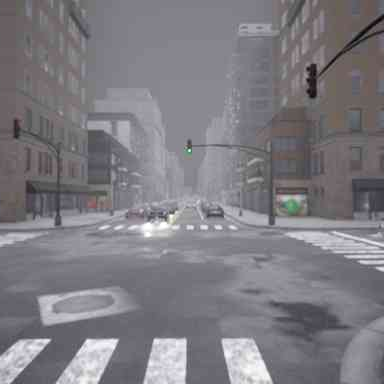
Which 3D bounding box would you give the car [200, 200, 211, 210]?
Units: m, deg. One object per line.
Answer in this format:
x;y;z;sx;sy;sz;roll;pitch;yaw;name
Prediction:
2.353;2.186;45.549;1.802;1.307;4.206;0;-1;0;car

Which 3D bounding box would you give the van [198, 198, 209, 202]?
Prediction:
2.367;2.100;56.572;1.690;1.788;3.998;0;-1;0;van

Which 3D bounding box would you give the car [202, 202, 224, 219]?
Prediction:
2.339;2.019;34.527;1.947;1.339;4.313;0;-1;0;car

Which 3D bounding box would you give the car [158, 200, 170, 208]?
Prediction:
-5.644;2.359;67.601;1.967;1.590;4.097;0;-1;0;car

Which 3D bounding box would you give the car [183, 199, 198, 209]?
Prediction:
-0.167;2.395;58.977;1.895;1.301;4.718;0;-1;0;car

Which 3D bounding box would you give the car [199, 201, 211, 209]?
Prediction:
2.374;2.389;62.079;2.008;1.369;4.403;0;-1;0;car

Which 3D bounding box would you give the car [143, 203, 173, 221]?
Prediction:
-3.152;2.019;31.903;1.895;1.301;4.718;0;-1;0;car

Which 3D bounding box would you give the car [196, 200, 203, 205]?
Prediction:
1.998;2.755;88.492;1.812;1.442;4.674;0;-1;0;car

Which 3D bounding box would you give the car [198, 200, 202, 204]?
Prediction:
2.360;2.247;51.059;1.947;1.339;4.313;0;-1;0;car

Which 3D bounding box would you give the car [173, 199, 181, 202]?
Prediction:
-3.116;2.256;51.838;1.994;1.385;4.181;0;-1;0;car

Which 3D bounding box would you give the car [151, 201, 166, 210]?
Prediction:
-5.658;2.310;56.579;2.008;1.369;4.403;0;-1;0;car

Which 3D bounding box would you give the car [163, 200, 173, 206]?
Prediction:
-5.630;2.633;78.620;2.008;1.369;4.403;0;-1;0;car

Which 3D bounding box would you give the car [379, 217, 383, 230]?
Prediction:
13.370;1.671;19.049;4.902;1.511;2.128;0;-1;0;car

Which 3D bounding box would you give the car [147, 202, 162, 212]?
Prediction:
-5.665;2.263;51.069;1.802;1.307;4.206;0;-1;0;car

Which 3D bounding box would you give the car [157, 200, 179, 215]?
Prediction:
-3.135;2.118;41.880;1.994;1.385;4.181;0;-1;1;car

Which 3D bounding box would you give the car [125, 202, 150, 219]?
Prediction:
-5.686;1.894;34.540;1.967;1.590;4.097;0;-1;0;car

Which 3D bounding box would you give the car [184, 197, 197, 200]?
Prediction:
-0.249;2.514;72.289;2.128;1.511;4.902;0;-1;0;car
